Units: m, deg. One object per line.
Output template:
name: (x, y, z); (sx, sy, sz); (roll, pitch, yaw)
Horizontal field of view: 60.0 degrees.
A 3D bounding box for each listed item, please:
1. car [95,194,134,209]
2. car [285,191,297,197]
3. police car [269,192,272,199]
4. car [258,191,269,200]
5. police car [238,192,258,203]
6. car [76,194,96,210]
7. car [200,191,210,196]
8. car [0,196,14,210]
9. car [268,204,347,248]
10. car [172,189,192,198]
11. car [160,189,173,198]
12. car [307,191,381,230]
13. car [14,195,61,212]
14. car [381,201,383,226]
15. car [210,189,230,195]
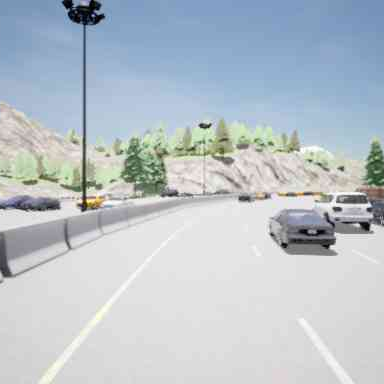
car: (-7.119, 1.091, 32.070); (1.812, 1.442, 4.674); (0, 0, 12)
car: (24.697, 0.555, 82.809); (1.994, 1.385, 4.181); (1, 1, 33)
police car: (14.859, 0.647, 67.415); (1.930, 1.638, 5.238); (1, 1, 26)
car: (12.417, 0.732, 62.196); (1.801, 1.575, 5.366); (1, 1, 24)
police car: (8.707, 0.799, 53.108); (1.930, 1.638, 5.238); (1, 1, 20)
car: (-10.156, 0.998, 34.603); (1.882, 1.535, 5.008); (0, 1, 12)
car: (3.264, 0.559, 73.158); (1.812, 1.442, 4.674); (1, 1, 26)
car: (-17.442, 1.022, 33.973); (1.812, 1.442, 4.674); (0, 1, 12)
car: (4.390, 1.391, 13.950); (2.033, 1.411, 5.357); (0, 1, 6)
car: (-1.615, 0.599, 71.028); (2.128, 1.511, 4.902); (1, 1, 24)
car: (-4.761, 0.262, 72.555); (2.150, 2.045, 5.566); (1, 1, 24)
car: (8.601, 1.014, 19.505); (2.150, 2.045, 5.566); (0, 1, 8)
car: (-14.336, 1.103, 31.631); (1.994, 1.385, 4.181); (0, 1, 11)
car: (12.397, 1.295, 21.054); (1.837, 1.490, 4.892); (0, 1, 9)
car: (6.367, 0.298, 71.531); (2.150, 2.045, 5.566); (1, 1, 26)
